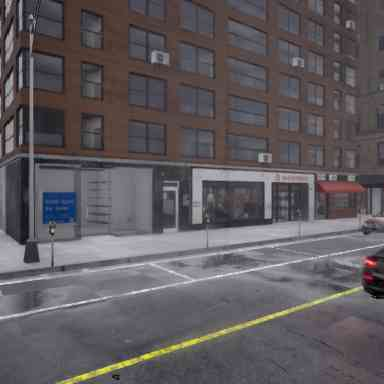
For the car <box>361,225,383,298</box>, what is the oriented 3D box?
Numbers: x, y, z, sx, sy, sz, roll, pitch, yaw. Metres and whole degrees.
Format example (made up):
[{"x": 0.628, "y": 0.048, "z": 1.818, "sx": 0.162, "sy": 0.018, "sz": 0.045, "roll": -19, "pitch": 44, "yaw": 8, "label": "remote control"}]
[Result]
[{"x": 5.480, "y": 1.526, "z": 7.182, "sx": 4.674, "sy": 1.442, "sz": 1.812, "roll": 0, "pitch": 0, "yaw": -35, "label": "car"}]

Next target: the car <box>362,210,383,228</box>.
[{"x": 10.616, "y": 1.582, "z": 17.470, "sx": 4.206, "sy": 1.307, "sz": 1.802, "roll": 0, "pitch": 0, "yaw": -35, "label": "car"}]
